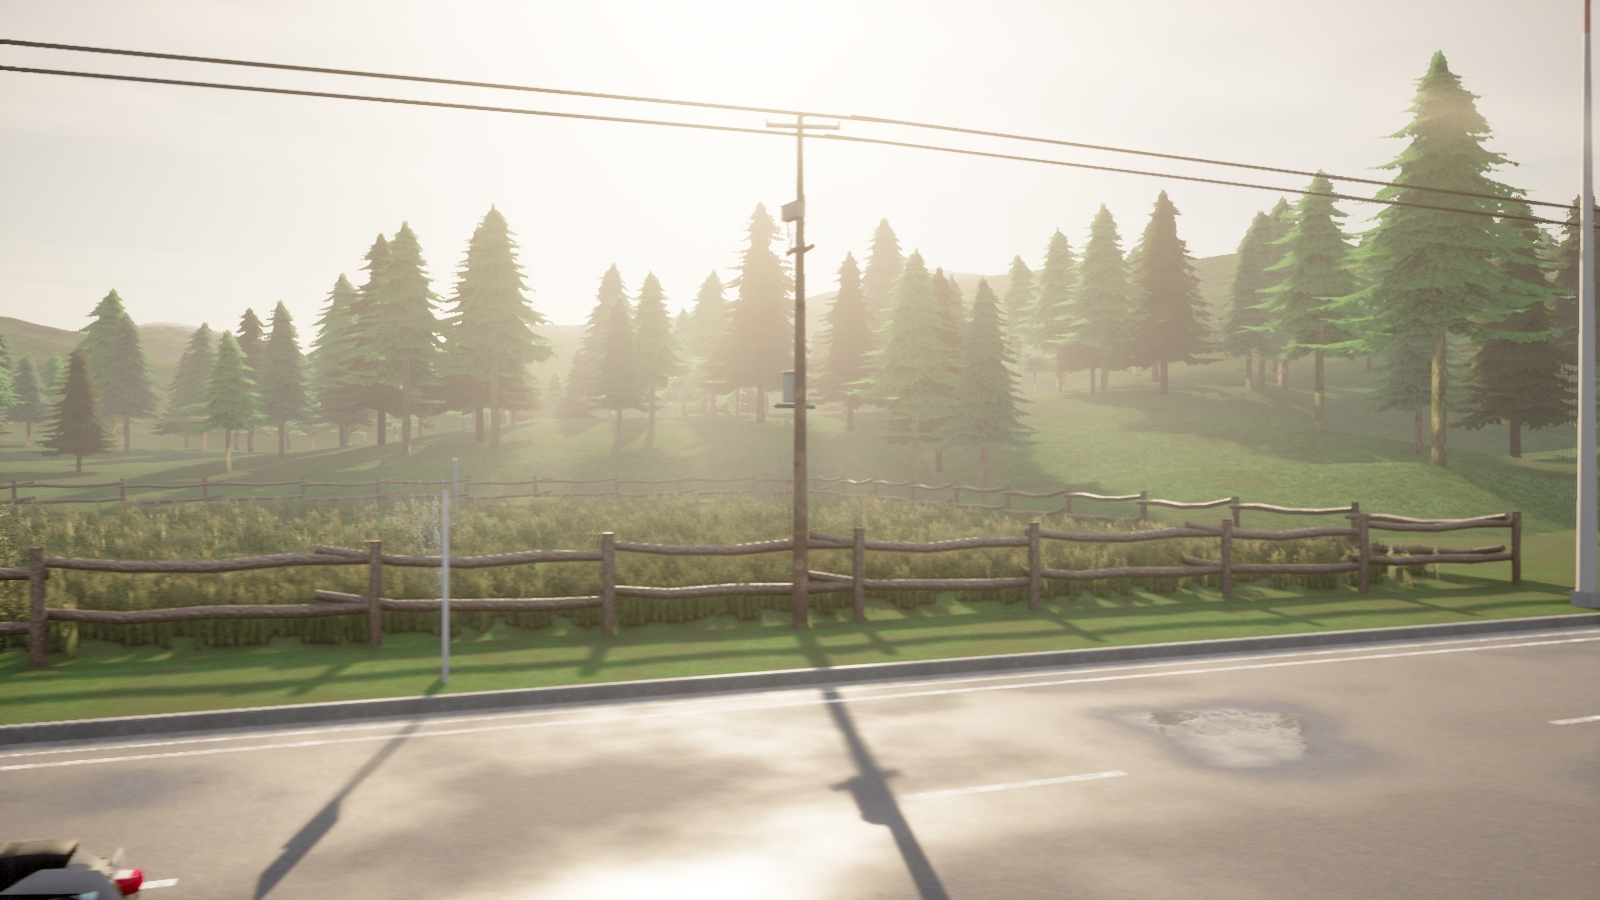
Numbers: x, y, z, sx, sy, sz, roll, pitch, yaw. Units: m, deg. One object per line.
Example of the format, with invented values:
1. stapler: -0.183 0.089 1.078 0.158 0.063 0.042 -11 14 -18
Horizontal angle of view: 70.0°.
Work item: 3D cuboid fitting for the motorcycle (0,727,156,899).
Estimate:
1. motorcycle: -4.455 2.155 5.406 2.356 1.307 0.764 0 0 -20
